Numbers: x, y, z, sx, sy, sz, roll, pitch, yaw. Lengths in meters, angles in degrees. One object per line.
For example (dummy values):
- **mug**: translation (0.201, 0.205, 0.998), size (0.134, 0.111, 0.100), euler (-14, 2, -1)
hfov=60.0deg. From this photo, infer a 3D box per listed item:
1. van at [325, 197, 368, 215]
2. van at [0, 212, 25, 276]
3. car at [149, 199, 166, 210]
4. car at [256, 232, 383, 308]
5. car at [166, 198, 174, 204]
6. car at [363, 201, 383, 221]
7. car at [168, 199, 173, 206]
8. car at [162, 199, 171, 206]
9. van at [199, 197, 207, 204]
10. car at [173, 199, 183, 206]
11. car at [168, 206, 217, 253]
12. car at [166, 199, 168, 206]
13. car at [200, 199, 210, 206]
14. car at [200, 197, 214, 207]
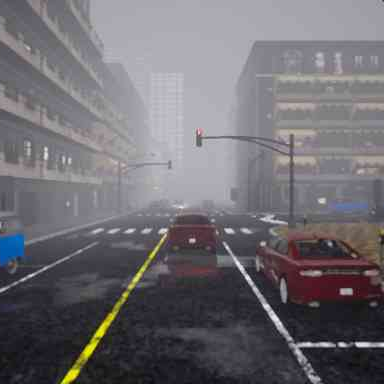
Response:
- **van**: translation (15.677, 1.354, 33.588), size (3.998, 1.788, 1.690), euler (-1, 1, -1)
- **van**: translation (-5.690, 1.417, 8.038), size (1.690, 1.788, 3.998), euler (0, -1, 0)
- **car**: translation (-5.643, 2.049, 51.510), size (2.008, 1.369, 4.403), euler (-1, -1, 0)
- **car**: translation (2.691, 1.621, 8.027), size (1.887, 1.381, 4.507), euler (0, -1, 0)
- **car**: translation (-5.609, 2.364, 84.506), size (1.752, 1.417, 4.829), euler (-1, -1, 0)
- **car**: translation (15.790, 1.568, 25.212), size (4.313, 1.339, 1.947), euler (-1, 1, -1)
- **car**: translation (-5.627, 2.108, 68.094), size (1.967, 1.590, 4.097), euler (-1, -1, 0)
- **car**: translation (-5.621, 2.307, 73.620), size (1.802, 1.307, 4.206), euler (-1, -1, 0)
- **van**: translation (2.770, 2.181, 84.663), size (1.690, 1.788, 3.998), euler (-1, -1, 0)
- **car**: translation (-2.925, 2.254, 72.941), size (2.033, 1.411, 5.357), euler (0, -1, 0)
- **car**: translation (0.020, 1.615, 14.472), size (1.882, 1.535, 5.008), euler (0, 0, 0)
- **car**: translation (-5.638, 2.120, 57.037), size (1.947, 1.339, 4.313), euler (-1, -1, 0)
- **car**: translation (2.760, 2.275, 73.606), size (2.008, 1.369, 4.403), euler (-1, -1, 0)
- **car**: translation (2.741, 1.994, 57.025), size (1.967, 1.590, 4.097), euler (-1, -1, 0)
